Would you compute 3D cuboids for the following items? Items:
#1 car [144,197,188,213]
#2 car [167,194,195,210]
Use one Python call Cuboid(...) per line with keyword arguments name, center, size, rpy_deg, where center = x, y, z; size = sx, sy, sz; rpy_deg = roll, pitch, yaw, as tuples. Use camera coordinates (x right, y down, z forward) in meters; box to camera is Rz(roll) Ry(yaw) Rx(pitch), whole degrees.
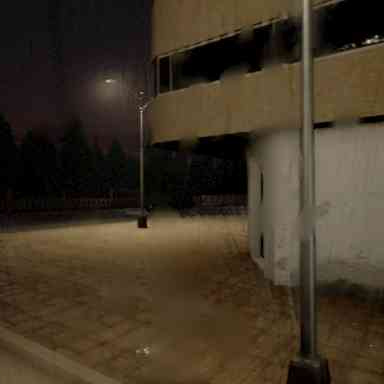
Cuboid(name="car", center=(-3.171, 1.614, 38.102), size=(4.674, 1.442, 1.812), rpy_deg=(0, 0, -34))
Cuboid(name="car", center=(-2.240, 1.321, 42.876), size=(5.566, 2.045, 2.150), rpy_deg=(0, 0, -30))
